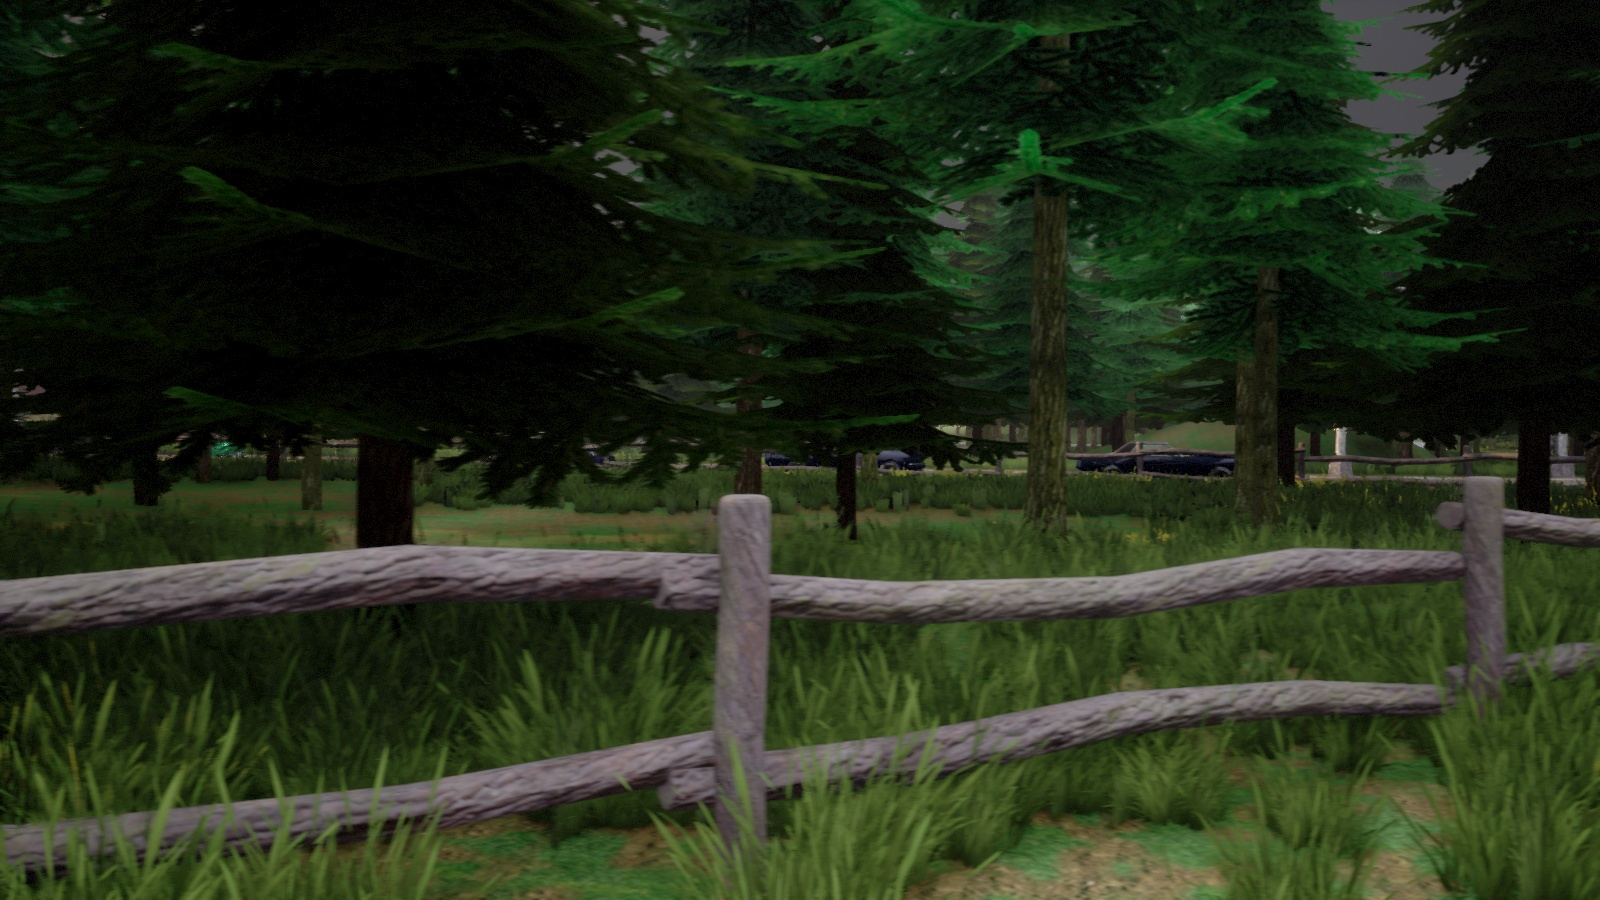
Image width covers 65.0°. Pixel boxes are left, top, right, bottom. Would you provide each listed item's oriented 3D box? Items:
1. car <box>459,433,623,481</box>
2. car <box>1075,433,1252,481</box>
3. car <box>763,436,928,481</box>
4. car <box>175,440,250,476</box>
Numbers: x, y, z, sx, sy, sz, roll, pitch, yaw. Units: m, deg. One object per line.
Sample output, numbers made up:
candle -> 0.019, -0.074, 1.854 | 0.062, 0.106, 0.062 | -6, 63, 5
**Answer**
car -> -8.469, 0.219, 41.191 | 4.792, 1.488, 2.163 | 0, 1, 16
car -> 10.317, 0.196, 35.839 | 4.718, 1.301, 1.895 | 0, 1, 15
car -> 1.403, 0.255, 38.374 | 4.718, 1.301, 1.895 | 0, 1, 16
car -> -22.919, 0.303, 48.977 | 2.207, 1.376, 1.481 | 0, 1, 17
